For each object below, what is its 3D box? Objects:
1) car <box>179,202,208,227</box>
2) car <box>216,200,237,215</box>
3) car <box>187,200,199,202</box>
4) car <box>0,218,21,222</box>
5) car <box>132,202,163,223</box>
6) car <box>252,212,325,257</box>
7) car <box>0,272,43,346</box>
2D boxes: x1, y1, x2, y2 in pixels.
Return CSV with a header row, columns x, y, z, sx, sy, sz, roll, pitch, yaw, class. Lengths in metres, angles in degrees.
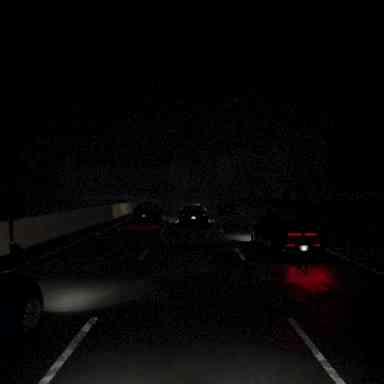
x,y,z,sx,sy,sz,roll,pitch,yaw,class
0.100,1.612,23.192,1.994,1.385,4.181,0,0,0,car
3.601,1.550,35.498,1.882,1.535,5.008,0,0,0,car
0.102,1.690,43.968,1.895,1.301,4.718,0,0,0,car
-10.593,1.258,16.978,2.150,2.045,5.566,0,0,0,car
-3.398,1.530,26.032,1.882,1.535,5.008,0,0,0,car
3.601,1.533,13.102,1.837,1.490,4.892,0,0,0,car
-3.397,1.533,3.656,1.812,1.442,4.674,0,0,0,car
